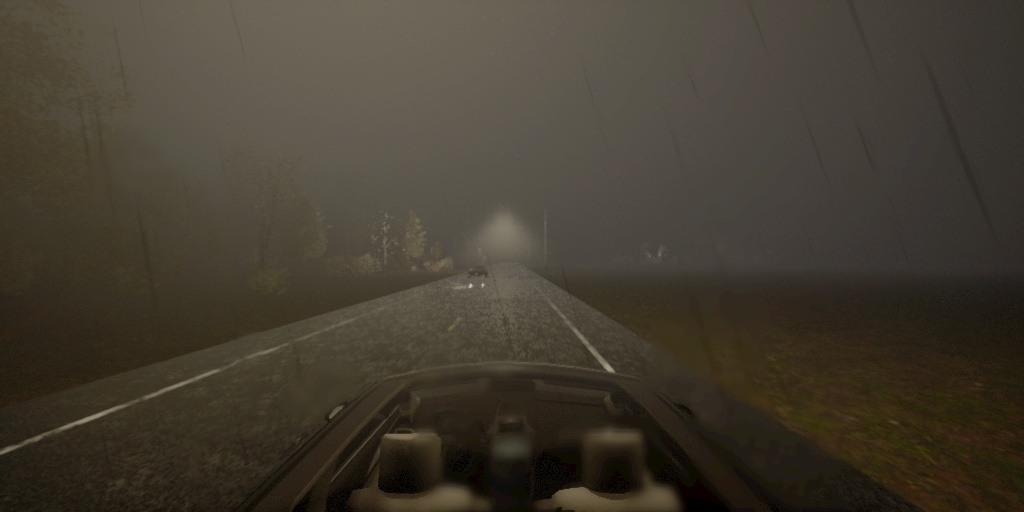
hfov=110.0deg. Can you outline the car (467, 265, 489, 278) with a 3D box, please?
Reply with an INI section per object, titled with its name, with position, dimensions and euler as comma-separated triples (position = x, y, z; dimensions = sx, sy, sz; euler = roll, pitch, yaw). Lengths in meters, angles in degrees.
[car]
position = -3.565, 1.640, 38.167
dimensions = 1.994, 1.385, 4.181
euler = 0, -1, 0
